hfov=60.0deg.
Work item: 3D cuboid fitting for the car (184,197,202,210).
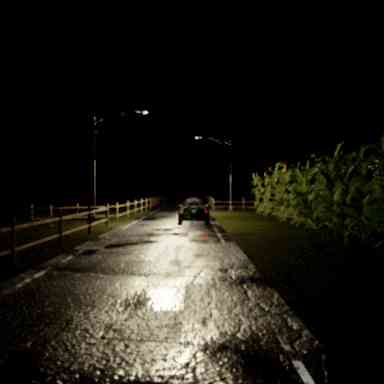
[{"bbox_3d":[0.123,1.377,41.370,2.128,1.511,4.902,0,0,0],"label":"car"}]

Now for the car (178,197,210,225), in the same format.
[{"bbox_3d":[0.114,1.285,23.758,2.097,1.767,4.553,0,0,0],"label":"car"}]
